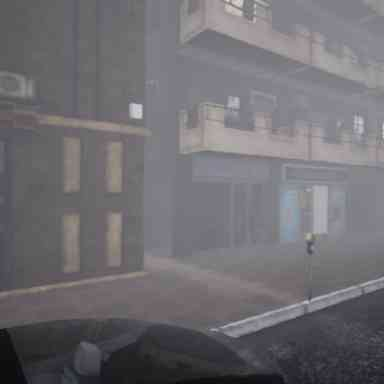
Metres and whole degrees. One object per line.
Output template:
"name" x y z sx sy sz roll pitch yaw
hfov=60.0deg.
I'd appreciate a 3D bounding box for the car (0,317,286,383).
"car" -1.279 1.551 1.539 4.313 1.339 1.947 0 1 -35
